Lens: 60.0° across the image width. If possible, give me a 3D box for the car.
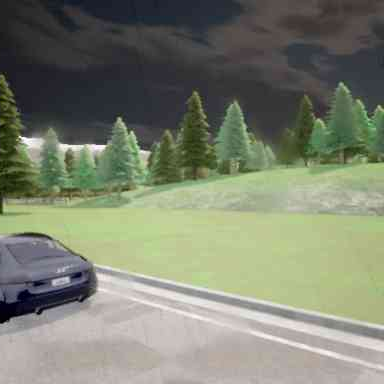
[{"bbox_3d":[-3.935,1.587,7.257,4.181,1.385,1.994,0,0,39],"label":"car"}]
